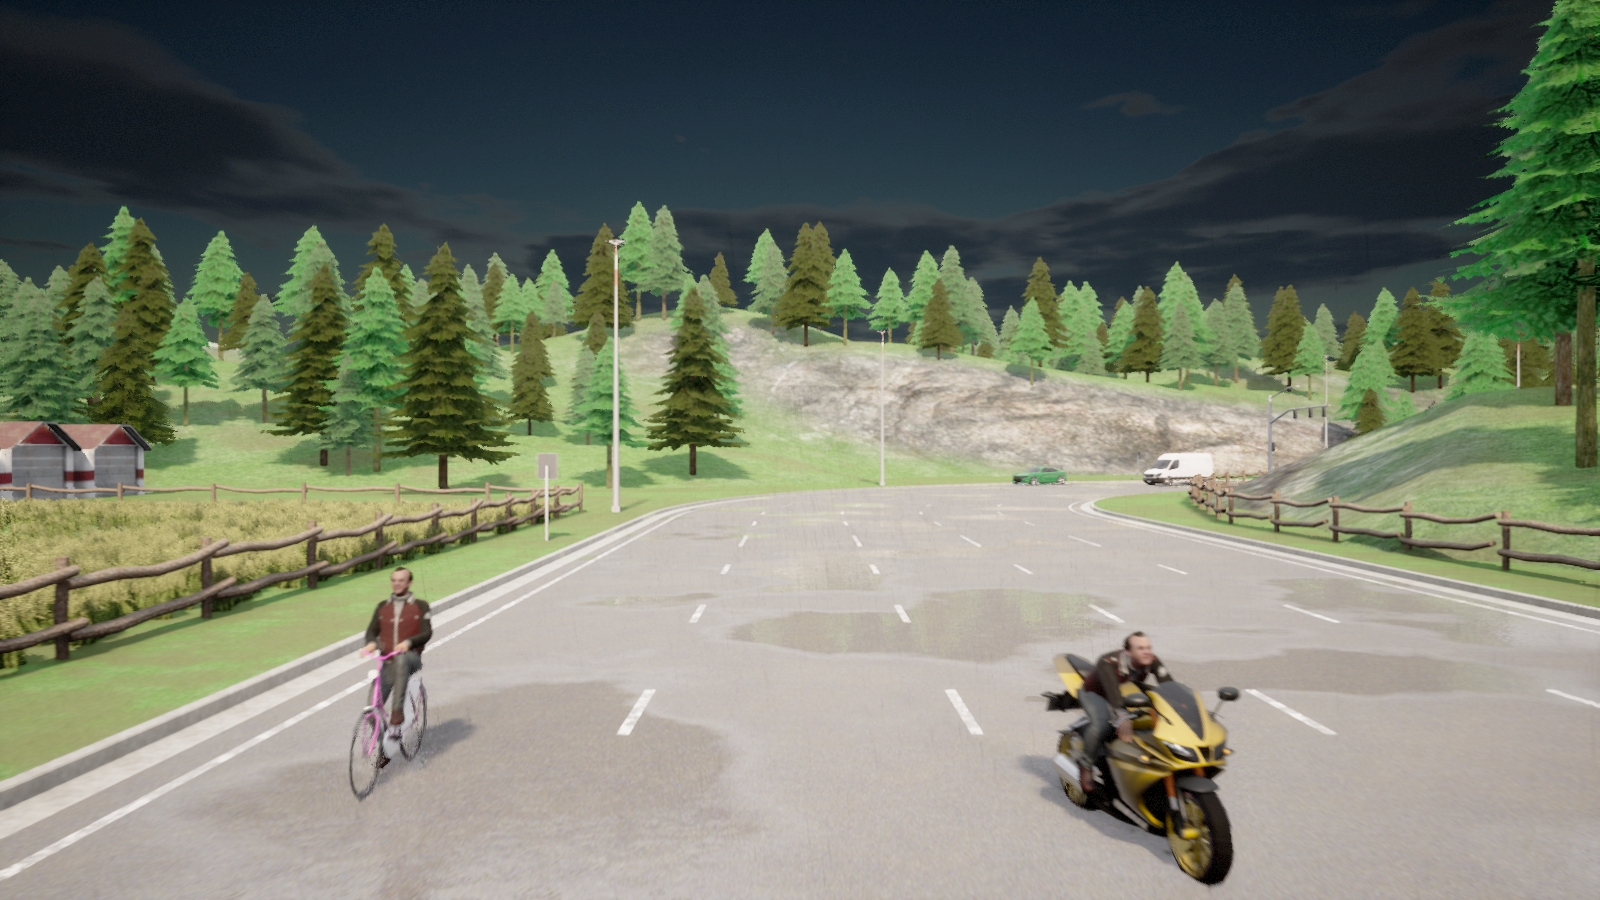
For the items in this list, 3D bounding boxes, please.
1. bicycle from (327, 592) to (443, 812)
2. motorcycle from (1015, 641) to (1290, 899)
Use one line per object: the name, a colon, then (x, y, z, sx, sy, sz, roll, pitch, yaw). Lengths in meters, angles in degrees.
bicycle: (-3.490, 2.061, 9.733, 0.329, 1.471, 1.835, 0, 0, 0)
motorcycle: (2.426, 2.206, 8.248, 0.867, 1.251, 2.209, -1, 0, -14)
